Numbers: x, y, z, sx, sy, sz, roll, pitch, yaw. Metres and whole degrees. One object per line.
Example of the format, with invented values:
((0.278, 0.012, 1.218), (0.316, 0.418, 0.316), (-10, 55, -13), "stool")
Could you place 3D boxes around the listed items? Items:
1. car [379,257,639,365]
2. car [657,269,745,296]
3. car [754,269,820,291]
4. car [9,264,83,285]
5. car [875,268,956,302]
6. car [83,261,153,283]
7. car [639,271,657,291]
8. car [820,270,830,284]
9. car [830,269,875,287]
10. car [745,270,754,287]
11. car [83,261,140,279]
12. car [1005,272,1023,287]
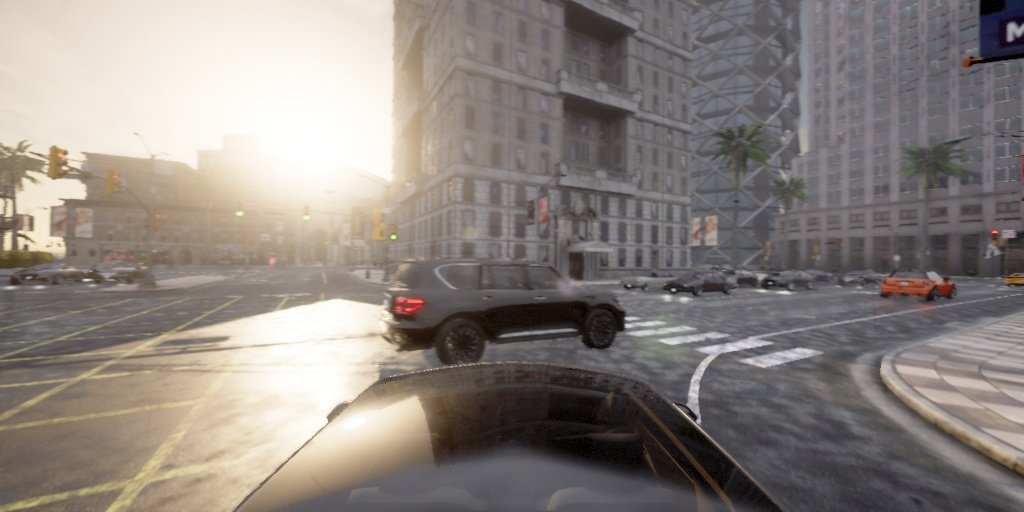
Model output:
((-0.025, 1.068, 8.078), (5.566, 2.045, 2.150), (1, -1, -28), "car")
((11.984, 1.691, 22.657), (5.357, 1.411, 2.033), (1, -1, -28), "car")
((21.228, 1.819, 27.609), (4.892, 1.490, 1.837), (1, -1, -28), "car")
((-31.831, 1.208, 24.708), (1.994, 1.385, 4.181), (1, -1, -28), "car")
((23.619, 1.602, 20.843), (4.553, 1.767, 2.097), (1, -1, -28), "car")
((-29.061, 1.196, 26.973), (2.128, 1.511, 4.902), (1, -1, -27), "car")
((9.937, 1.755, 25.526), (4.718, 1.301, 1.895), (1, -1, -28), "car")
((30.494, 2.077, 36.442), (5.357, 1.411, 2.033), (1, -1, -28), "car")
((32.481, 2.007, 33.531), (4.902, 1.511, 2.128), (1, -1, -28), "car")
((18.844, 1.843, 30.301), (4.674, 1.442, 1.812), (1, -1, -28), "car")
((-35.935, 1.192, 32.369), (1.837, 1.490, 4.892), (1, -1, -28), "car")
((48.422, 2.213, 33.343), (5.008, 1.535, 1.882), (1, -2, -18), "car")
